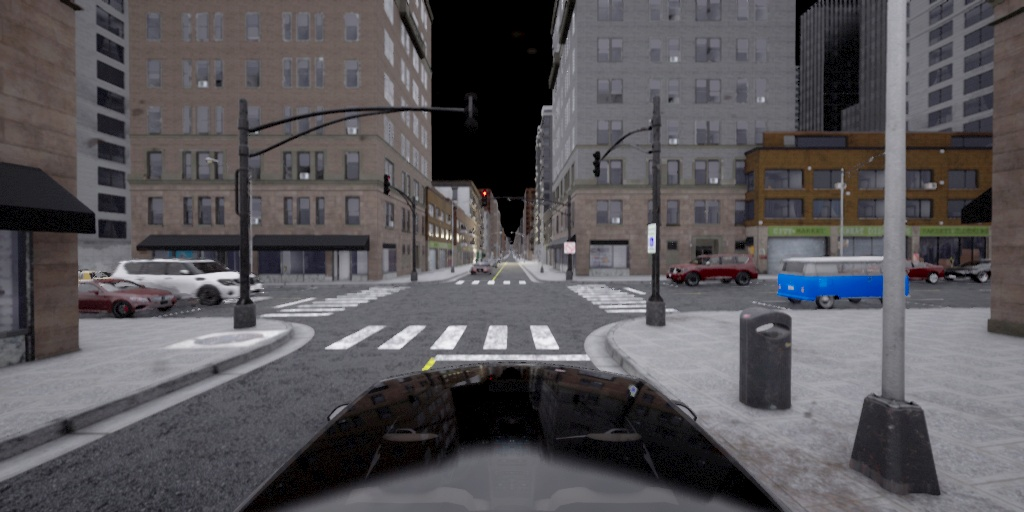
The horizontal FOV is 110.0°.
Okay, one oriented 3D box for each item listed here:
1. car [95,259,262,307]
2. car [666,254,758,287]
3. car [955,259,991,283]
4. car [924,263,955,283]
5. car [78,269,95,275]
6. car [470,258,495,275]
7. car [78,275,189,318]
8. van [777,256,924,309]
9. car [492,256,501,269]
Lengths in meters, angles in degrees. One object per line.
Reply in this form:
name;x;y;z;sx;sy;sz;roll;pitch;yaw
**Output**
car;-14.310;1.133;15.879;5.566;2.045;2.150;0;1;0
car;12.089;0.812;21.725;5.009;1.841;2.192;0;0;0
car;28.916;0.856;21.772;4.313;1.339;1.948;0;0;0
car;23.306;0.905;21.757;4.507;1.381;1.888;0;0;0
car;-26.026;1.492;21.619;4.829;1.417;1.751;0;0;0
car;-3.104;1.217;36.646;1.994;1.385;4.181;0;0;0
car;-14.822;1.494;13.125;4.207;1.307;1.802;0;0;0
van;12.114;0.923;13.200;3.998;1.789;1.690;0;0;0
car;-3.098;1.117;52.318;2.128;1.511;4.902;0;0;0
